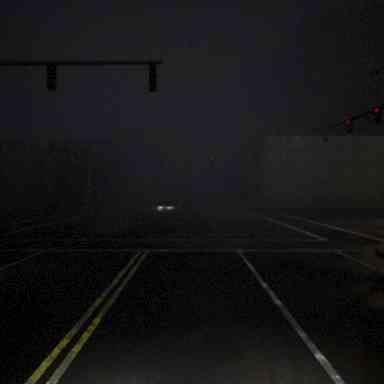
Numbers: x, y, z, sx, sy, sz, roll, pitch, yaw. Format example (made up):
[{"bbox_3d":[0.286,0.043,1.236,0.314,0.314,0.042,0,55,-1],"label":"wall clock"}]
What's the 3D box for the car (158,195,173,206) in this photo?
[{"bbox_3d":[-3.530,1.077,45.279,2.033,1.411,5.357,0,4,0],"label":"car"}]
